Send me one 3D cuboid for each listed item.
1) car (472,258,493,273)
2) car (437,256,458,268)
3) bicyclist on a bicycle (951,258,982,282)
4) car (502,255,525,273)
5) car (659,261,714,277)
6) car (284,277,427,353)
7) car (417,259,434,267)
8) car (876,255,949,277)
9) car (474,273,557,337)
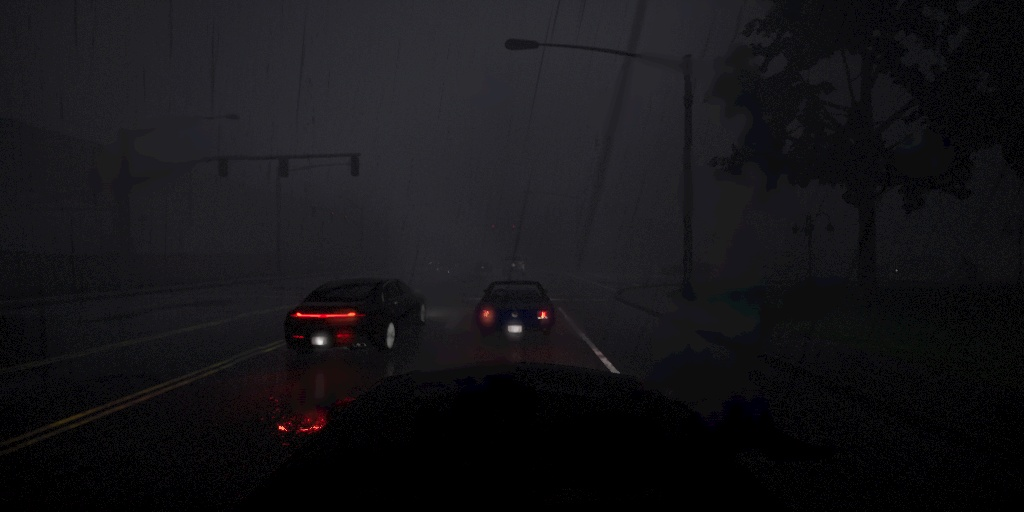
[{"bbox_3d":[-3.327,1.240,42.607,1.994,1.385,4.181,0,0,0],"label":"car"},{"bbox_3d":[-10.472,1.151,57.702,1.895,1.301,4.718,0,1,0],"label":"car"},{"bbox_3d":[31.006,0.950,24.465,0.582,1.620,1.656,0,0,-1],"label":"bicyclist on a bicycle"},{"bbox_3d":[0.161,0.912,36.931,2.150,2.045,5.566,0,0,0],"label":"car"},{"bbox_3d":[16.755,1.206,34.595,4.902,1.511,2.128,0,0,-1],"label":"car"},{"bbox_3d":[-3.406,1.247,8.760,1.837,1.490,4.892,0,0,0],"label":"car"},{"bbox_3d":[-13.969,1.116,57.838,1.994,1.385,4.181,0,1,0],"label":"car"},{"bbox_3d":[39.077,0.941,35.062,5.566,2.045,2.150,0,0,-1],"label":"car"},{"bbox_3d":[0.097,1.342,10.249,1.895,1.301,4.718,0,0,0],"label":"car"}]
